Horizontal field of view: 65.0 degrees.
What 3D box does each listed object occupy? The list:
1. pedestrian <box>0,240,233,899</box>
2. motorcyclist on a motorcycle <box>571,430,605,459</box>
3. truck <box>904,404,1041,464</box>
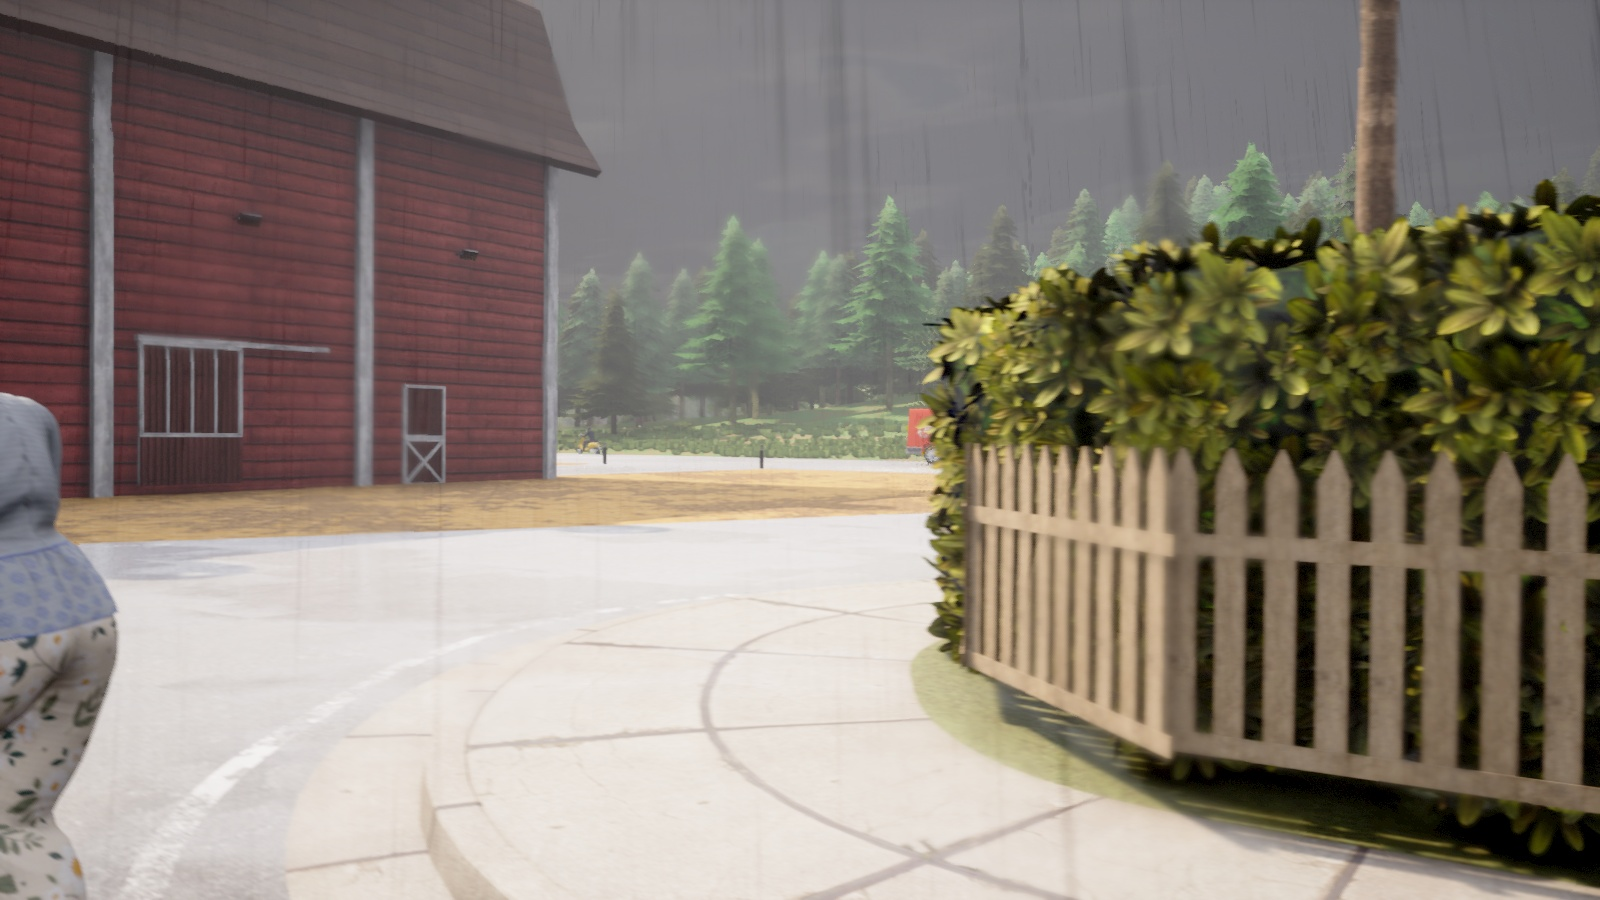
[{"bbox_3d":[-2.027,0.495,2.957,0.900,1.855,0.874,0,1,11],"label":"pedestrian"},{"bbox_3d":[-11.979,-0.303,70.996,1.817,1.590,0.866,0,1,34],"label":"motorcyclist on a motorcycle"},{"bbox_3d":[7.360,-0.693,53.765,5.204,2.467,2.627,1,1,34],"label":"truck"}]
